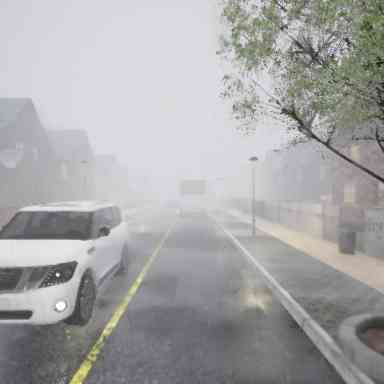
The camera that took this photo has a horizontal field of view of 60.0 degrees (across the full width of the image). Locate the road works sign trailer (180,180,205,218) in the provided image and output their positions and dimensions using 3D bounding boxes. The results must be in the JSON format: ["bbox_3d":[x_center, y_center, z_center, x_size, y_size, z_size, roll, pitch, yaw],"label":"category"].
[{"bbox_3d":[0.017,0.652,31.467,2.380,3.560,2.880,0,0,0],"label":"road works sign trailer"}]

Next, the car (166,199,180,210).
[{"bbox_3d":[-2.800,1.832,50.347,1.882,1.535,5.008,0,-1,0],"label":"car"}]

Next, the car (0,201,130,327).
[{"bbox_3d":[-2.847,1.254,7.443,2.150,2.045,5.566,0,0,0],"label":"car"}]
